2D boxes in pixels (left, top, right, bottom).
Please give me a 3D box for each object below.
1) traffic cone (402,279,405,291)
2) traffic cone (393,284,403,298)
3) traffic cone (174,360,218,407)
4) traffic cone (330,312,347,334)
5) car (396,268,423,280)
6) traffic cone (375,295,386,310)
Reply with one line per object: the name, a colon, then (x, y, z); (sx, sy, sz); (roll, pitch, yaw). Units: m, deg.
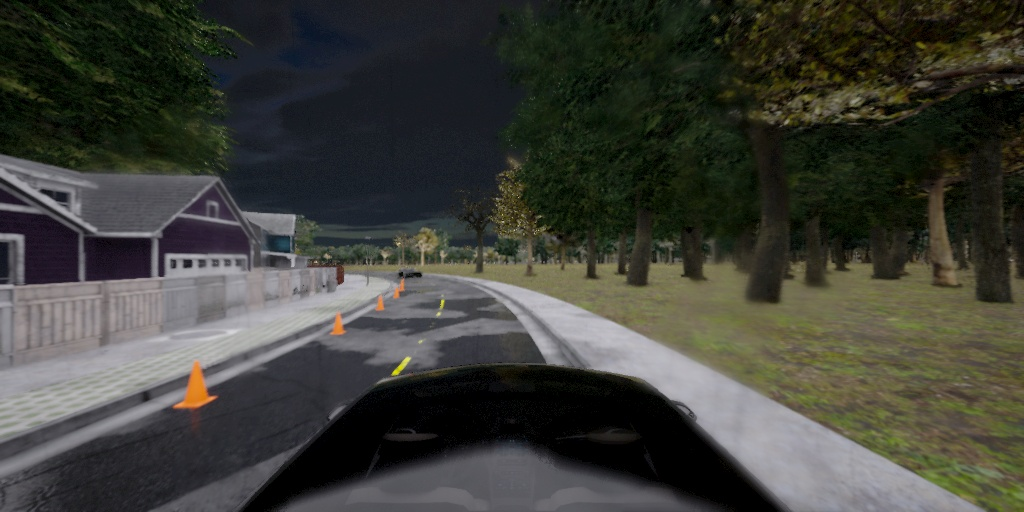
traffic cone: (-7.410, 2.037, 24.258); (0.340, 0.580, 0.340); (0, 0, -15)
traffic cone: (-6.278, 1.968, 19.528); (0.340, 0.580, 0.340); (0, 0, -12)
traffic cone: (-4.457, 1.777, 5.067); (0.340, 0.580, 0.340); (0, 0, -2)
traffic cone: (-4.800, 1.838, 9.918); (0.340, 0.580, 0.340); (0, 0, -6)
car: (-11.323, 1.919, 39.525); (1.895, 1.301, 4.718); (0, -1, -31)
traffic cone: (-5.408, 1.901, 14.743); (0.340, 0.580, 0.340); (0, 0, -9)
